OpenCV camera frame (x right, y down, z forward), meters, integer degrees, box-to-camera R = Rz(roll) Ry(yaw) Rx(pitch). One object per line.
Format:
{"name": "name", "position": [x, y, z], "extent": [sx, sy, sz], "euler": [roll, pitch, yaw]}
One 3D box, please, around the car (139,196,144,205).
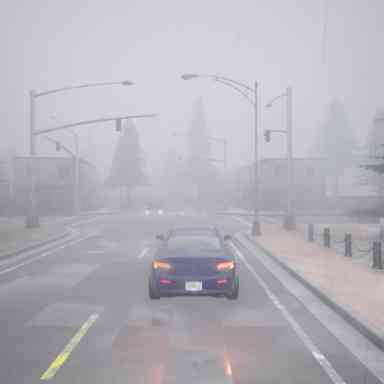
{"name": "car", "position": [-6.675, 1.317, 52.996], "extent": [2.097, 1.767, 4.553], "euler": [0, 0, -15]}

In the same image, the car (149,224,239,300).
{"name": "car", "position": [0.042, 1.526, 8.280], "extent": [1.812, 1.442, 4.674], "euler": [0, 0, 0]}

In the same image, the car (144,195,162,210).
{"name": "car", "position": [-4.927, 1.443, 43.109], "extent": [1.882, 1.535, 5.008], "euler": [0, 0, -6]}

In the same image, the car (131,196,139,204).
{"name": "car", "position": [-10.539, 1.471, 63.918], "extent": [1.837, 1.490, 4.892], "euler": [0, 0, -24]}

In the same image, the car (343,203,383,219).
{"name": "car", "position": [15.450, 1.585, 28.152], "extent": [4.718, 1.301, 1.895], "euler": [0, 0, 2]}
